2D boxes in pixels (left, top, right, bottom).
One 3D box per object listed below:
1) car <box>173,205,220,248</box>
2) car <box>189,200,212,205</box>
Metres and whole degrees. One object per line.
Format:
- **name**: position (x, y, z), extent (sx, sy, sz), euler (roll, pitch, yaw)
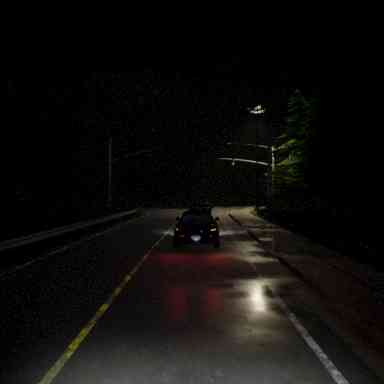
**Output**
- **car**: position (0.224, 1.530, 14.589), extent (1.812, 1.442, 4.674), euler (0, 0, 2)
- **car**: position (0.754, 1.492, 29.570), extent (2.128, 1.511, 4.902), euler (0, 0, 2)
